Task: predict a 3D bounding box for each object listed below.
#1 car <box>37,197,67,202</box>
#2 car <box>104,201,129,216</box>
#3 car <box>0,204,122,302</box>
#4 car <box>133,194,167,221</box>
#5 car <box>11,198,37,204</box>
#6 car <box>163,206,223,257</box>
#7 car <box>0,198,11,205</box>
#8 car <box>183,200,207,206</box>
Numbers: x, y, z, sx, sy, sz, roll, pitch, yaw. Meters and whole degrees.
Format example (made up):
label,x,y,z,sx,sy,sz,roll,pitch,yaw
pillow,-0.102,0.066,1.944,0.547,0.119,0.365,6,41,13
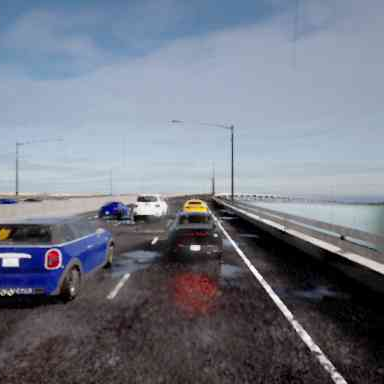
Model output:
label,x,y,z,sx,sy,sz,roll,pitch,yaw
car,-17.244,1.440,42.557,2.128,1.511,4.902,0,0,1
car,-6.747,1.494,28.899,1.812,1.442,4.674,0,0,1
car,-3.414,1.345,8.434,2.097,1.767,4.553,0,0,1
car,-3.274,1.191,26.850,2.150,2.045,5.566,0,0,1
car,-20.741,1.475,42.650,1.812,1.442,4.674,0,0,1
car,0.123,1.493,12.818,1.837,1.490,4.892,0,0,0
car,-24.239,1.476,42.726,1.812,1.442,4.674,0,0,1
car,0.261,1.444,29.459,1.882,1.535,5.008,0,0,1
